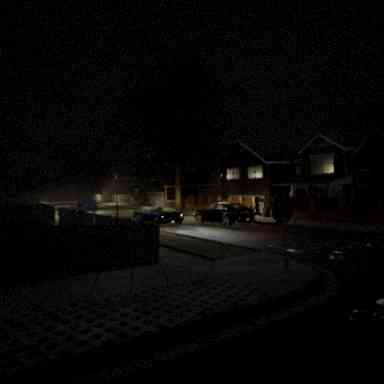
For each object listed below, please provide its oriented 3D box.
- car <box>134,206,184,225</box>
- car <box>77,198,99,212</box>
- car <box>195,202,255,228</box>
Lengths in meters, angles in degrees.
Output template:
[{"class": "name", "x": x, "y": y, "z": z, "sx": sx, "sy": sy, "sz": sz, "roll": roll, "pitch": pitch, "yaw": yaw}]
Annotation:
[{"class": "car", "x": -2.471, "y": 1.679, "z": 23.969, "sx": 1.895, "sy": 1.301, "sz": 4.718, "roll": -3, "pitch": 2, "yaw": -33}, {"class": "car", "x": -12.933, "y": 1.557, "z": 41.107, "sx": 1.882, "sy": 1.535, "sz": 5.008, "roll": -3, "pitch": 1, "yaw": -30}, {"class": "car", "x": 2.075, "y": 1.447, "z": 22.409, "sx": 2.128, "sy": 1.511, "sz": 4.902, "roll": -3, "pitch": 2, "yaw": -34}]
